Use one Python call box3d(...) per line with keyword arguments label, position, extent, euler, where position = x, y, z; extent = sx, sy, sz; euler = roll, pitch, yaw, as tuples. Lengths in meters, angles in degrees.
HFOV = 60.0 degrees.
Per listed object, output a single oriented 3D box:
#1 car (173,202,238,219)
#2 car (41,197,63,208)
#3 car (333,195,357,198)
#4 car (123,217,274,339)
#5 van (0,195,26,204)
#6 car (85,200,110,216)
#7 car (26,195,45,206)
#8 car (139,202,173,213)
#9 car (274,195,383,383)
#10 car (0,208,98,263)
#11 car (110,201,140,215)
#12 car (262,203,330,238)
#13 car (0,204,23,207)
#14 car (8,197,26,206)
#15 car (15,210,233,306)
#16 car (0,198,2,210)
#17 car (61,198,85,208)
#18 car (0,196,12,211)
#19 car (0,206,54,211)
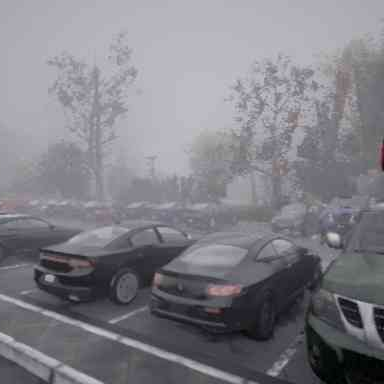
box3d(label="car", position=(1.290, 1.445, 21.711), extent=(2.231, 1.521, 4.892), euler=(0, 0, 35))
box3d(label="car", position=(-10.395, 1.478, 29.855), extent=(2.097, 1.535, 5.008), euler=(0, 0, 35))
box3d(label="car", position=(8.125, 1.167, 16.922), extent=(2.435, 2.045, 5.566), euler=(0, 0, 35))
box3d(label="car", position=(1.124, 1.458, 6.507), extent=(2.002, 1.452, 4.674), euler=(0, 0, 35))
box3d(label="van", position=(-17.171, 1.272, 34.726), extent=(1.878, 1.987, 4.442), euler=(0, 0, 35))
box3d(label="car", position=(-5.641, 1.494, 26.583), extent=(2.163, 1.488, 4.792), euler=(0, 0, 35))
box3d(label="car", position=(-12.691, 1.359, 31.499), extent=(2.185, 1.767, 4.553), euler=(0, 0, 35))
box3d(label="car", position=(-1.027, 1.450, 23.325), extent=(2.097, 1.535, 5.008), euler=(0, 0, 35))
box3d(label="car", position=(3.426, 1.156, 4.871), extent=(2.435, 2.045, 5.566), euler=(0, 0, 35))
box3d(label="car", position=(-5.831, 1.484, 11.355), extent=(2.002, 1.452, 4.674), euler=(0, 0, 35))
box3d(label="car", position=(-3.344, 1.457, 24.940), extent=(2.097, 1.535, 5.008), euler=(0, 0, 35))
box3d(label="car", position=(5.931, 1.428, 18.494), extent=(2.231, 1.521, 4.892), euler=(0, 0, 35))
box3d(label="car", position=(-10.482, 1.488, 14.566), extent=(2.163, 1.488, 4.792), euler=(0, 0, 35))
box3d(label="car", position=(-15.022, 1.491, 33.093), extent=(2.097, 1.535, 5.008), euler=(0, 0, 35))
box3d(label="car", position=(-1.197, 1.428, 8.122), extent=(2.097, 1.535, 5.008), euler=(0, 0, 35))
box3d(label="car", position=(-26.483, 1.555, 41.119), extent=(2.163, 1.488, 4.792), euler=(0, 0, 35))
box3d(label="car", position=(-8.073, 1.471, 28.248), extent=(2.097, 1.535, 5.008), euler=(0, 0, 35))
box3d(label="car", position=(-24.306, 1.393, 39.524), extent=(2.185, 1.767, 4.553), euler=(0, 0, 35))
box3d(label="car", position=(-8.146, 1.491, 12.976), extent=(2.002, 1.452, 4.674), euler=(0, 0, 35))
